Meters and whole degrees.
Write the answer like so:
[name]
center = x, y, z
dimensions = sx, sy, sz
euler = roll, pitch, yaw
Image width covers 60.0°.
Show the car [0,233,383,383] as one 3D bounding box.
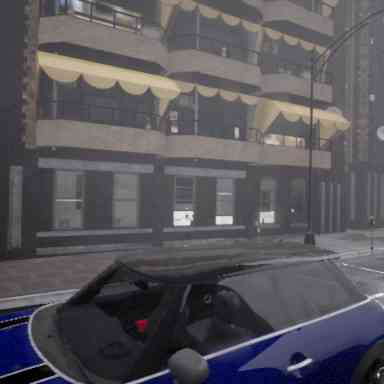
[car]
center = -0.184, 1.349, 3.033
dimensions = 4.553, 1.767, 2.097
euler = 0, 0, -32
